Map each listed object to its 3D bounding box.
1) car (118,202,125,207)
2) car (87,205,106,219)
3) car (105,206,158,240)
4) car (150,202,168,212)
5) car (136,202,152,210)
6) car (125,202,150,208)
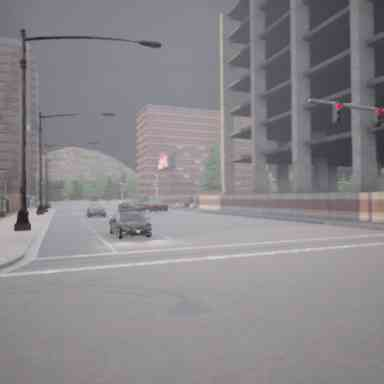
[{"bbox_3d":[-12.198,2.564,60.553,1.837,1.490,4.892,0,-1,-22],"label":"car"},{"bbox_3d":[-10.978,2.226,38.141,1.812,1.442,4.674,0,-1,-22],"label":"car"},{"bbox_3d":[-3.692,1.849,19.655,1.837,1.490,4.892,0,-1,-22],"label":"car"},{"bbox_3d":[-5.228,2.345,52.422,1.882,1.535,5.008,0,-1,-22],"label":"car"},{"bbox_3d":[-8.942,2.574,61.836,1.812,1.442,4.674,0,-1,-22],"label":"car"},{"bbox_3d":[-8.452,2.370,51.197,2.128,1.511,4.902,0,-1,-21],"label":"car"}]
